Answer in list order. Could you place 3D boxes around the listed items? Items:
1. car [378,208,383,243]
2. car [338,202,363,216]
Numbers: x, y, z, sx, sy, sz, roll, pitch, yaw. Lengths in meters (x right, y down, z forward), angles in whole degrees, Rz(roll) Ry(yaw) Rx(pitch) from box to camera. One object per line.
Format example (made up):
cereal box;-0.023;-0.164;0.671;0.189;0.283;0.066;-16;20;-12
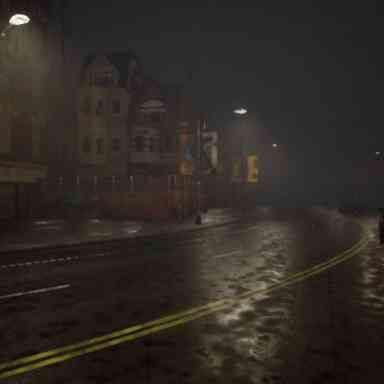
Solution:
car;10.522;1.383;16.367;2.150;2.045;5.566;0;0;31
car;17.967;1.870;37.814;1.837;1.490;4.892;0;-1;12
